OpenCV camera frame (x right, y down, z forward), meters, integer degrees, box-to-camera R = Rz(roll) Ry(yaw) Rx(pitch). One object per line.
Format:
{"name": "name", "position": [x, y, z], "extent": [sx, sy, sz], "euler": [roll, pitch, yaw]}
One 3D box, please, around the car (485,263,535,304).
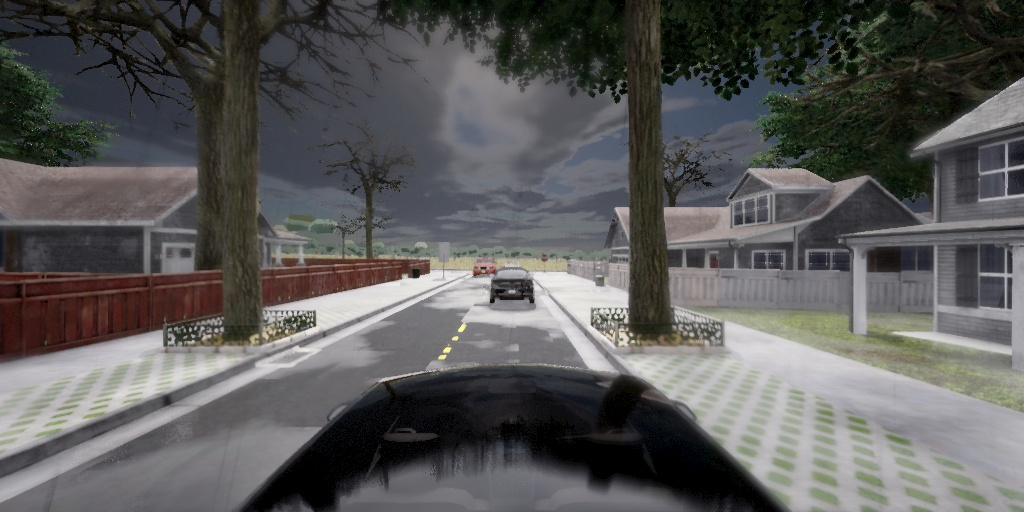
{"name": "car", "position": [0.000, 1.250, 16.502], "extent": [1.882, 1.535, 5.008], "euler": [0, 0, 0]}

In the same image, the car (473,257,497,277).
{"name": "car", "position": [-2.750, 1.147, 37.472], "extent": [2.150, 2.045, 5.566], "euler": [0, 0, 0]}
